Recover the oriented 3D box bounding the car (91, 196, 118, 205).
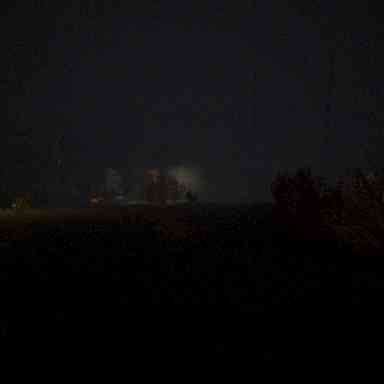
[{"bbox_3d":[-17.045,1.577,63.660,1.882,1.535,5.008,1,1,31],"label":"car"}]

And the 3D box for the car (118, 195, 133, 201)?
[{"bbox_3d":[-15.003,1.278,73.914,1.895,1.301,4.718,1,0,30],"label":"car"}]
